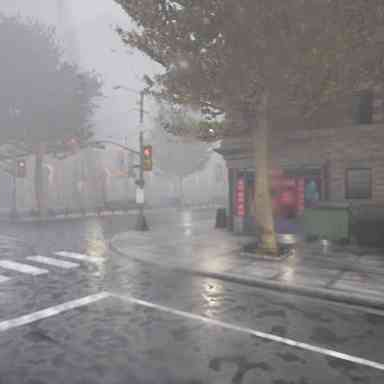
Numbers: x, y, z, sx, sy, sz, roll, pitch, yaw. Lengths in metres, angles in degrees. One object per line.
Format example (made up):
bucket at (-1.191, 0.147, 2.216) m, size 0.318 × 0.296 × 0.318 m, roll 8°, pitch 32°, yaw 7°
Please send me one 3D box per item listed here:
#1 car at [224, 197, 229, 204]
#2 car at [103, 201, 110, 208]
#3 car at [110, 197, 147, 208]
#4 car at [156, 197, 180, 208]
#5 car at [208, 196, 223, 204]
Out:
car at (8.654, 1.256, 63.086) m, size 2.150 × 2.045 × 5.566 m, roll 0°, pitch 0°, yaw 36°
car at (-10.477, 1.564, 48.112) m, size 1.895 × 1.301 × 4.718 m, roll 0°, pitch 0°, yaw 36°
car at (-8.333, 1.463, 45.699) m, size 2.128 × 1.511 × 4.902 m, roll 0°, pitch 0°, yaw 36°
car at (-3.032, 1.479, 47.061) m, size 1.837 × 1.490 × 4.892 m, roll 0°, pitch 0°, yaw 36°
car at (4.977, 1.497, 63.995) m, size 1.812 × 1.442 × 4.674 m, roll 0°, pitch 0°, yaw 36°
